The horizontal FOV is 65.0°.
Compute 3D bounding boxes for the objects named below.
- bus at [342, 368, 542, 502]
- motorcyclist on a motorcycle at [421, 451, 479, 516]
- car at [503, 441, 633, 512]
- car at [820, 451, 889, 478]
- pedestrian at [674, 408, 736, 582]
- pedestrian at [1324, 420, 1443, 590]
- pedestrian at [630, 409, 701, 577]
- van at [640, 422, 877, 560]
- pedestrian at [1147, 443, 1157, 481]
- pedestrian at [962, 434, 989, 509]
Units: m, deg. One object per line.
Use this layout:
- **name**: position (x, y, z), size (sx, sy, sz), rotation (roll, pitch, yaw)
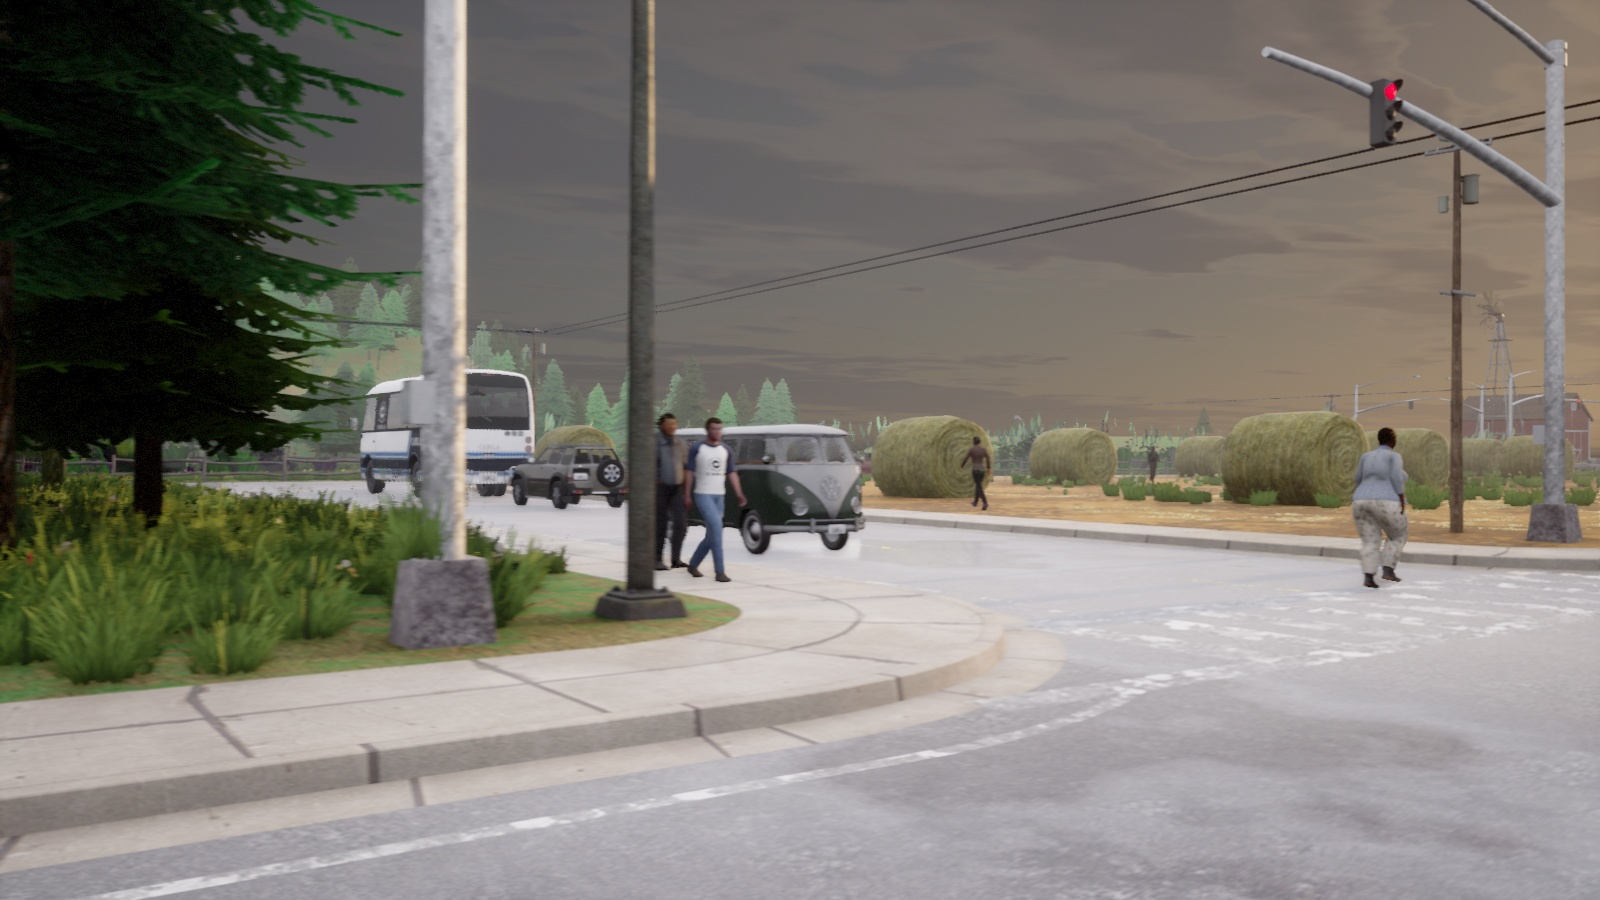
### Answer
- **bus**: position (-13.140, -0.441, 45.178), size (3.944, 4.253, 10.273), rotation (0, 0, -34)
- **motorcyclist on a motorcycle**: position (-9.227, 0.842, 33.038), size (0.766, 1.649, 2.350), rotation (0, 0, -34)
- **car**: position (-6.620, 0.714, 35.435), size (1.932, 1.855, 4.605), rotation (0, 0, -34)
- **car**: position (3.420, 0.903, 78.551), size (3.988, 1.617, 1.851), rotation (0, 0, -31)
- **pedestrian**: position (-1.033, 0.474, 13.580), size (0.354, 1.836, 0.706), rotation (0, 0, -36)
- **pedestrian**: position (6.655, 0.602, 14.343), size (0.900, 1.855, 0.874), rotation (0, 0, -30)
- **pedestrian**: position (-1.533, 0.477, 14.248), size (0.540, 1.848, 0.694), rotation (0, 0, -33)
- **van**: position (-0.801, 0.595, 20.451), size (1.775, 1.987, 4.442), rotation (0, 0, -34)
- **pedestrian**: position (17.754, 0.601, 63.288), size (0.395, 1.930, 0.692), rotation (0, 0, 10)
- **pedestrian**: position (4.296, 0.513, 30.757), size (0.328, 1.805, 0.869), rotation (0, 0, -16)
